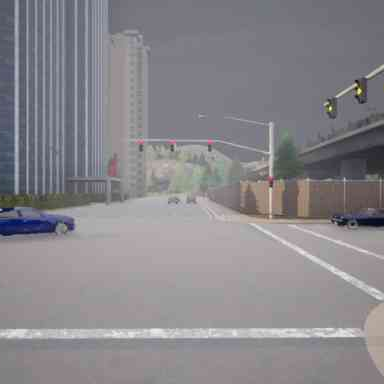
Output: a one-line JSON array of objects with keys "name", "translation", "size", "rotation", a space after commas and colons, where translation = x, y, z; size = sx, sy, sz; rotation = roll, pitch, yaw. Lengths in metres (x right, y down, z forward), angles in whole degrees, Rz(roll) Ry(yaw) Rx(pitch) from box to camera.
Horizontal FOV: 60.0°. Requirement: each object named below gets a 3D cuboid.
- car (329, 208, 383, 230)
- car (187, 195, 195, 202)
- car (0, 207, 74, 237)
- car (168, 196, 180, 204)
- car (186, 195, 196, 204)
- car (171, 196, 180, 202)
[{"name": "car", "translation": [11.344, 1.656, 21.092], "size": [4.718, 1.301, 1.895], "rotation": [0, 0, 1]}, {"name": "car", "translation": [-0.163, 1.385, 73.919], "size": [1.812, 1.442, 4.674], "rotation": [0, 0, 0]}, {"name": "car", "translation": [-8.663, 1.508, 17.103], "size": [5.008, 1.535, 1.882], "rotation": [0, 1, -36]}, {"name": "car", "translation": [-3.640, 1.547, 63.510], "size": [2.033, 1.411, 5.357], "rotation": [0, 0, 0]}, {"name": "car", "translation": [-0.140, 1.547, 63.517], "size": [2.033, 1.411, 5.357], "rotation": [0, 0, 0]}, {"name": "car", "translation": [-3.663, 1.456, 73.941], "size": [1.895, 1.301, 4.718], "rotation": [0, 0, 0]}]
